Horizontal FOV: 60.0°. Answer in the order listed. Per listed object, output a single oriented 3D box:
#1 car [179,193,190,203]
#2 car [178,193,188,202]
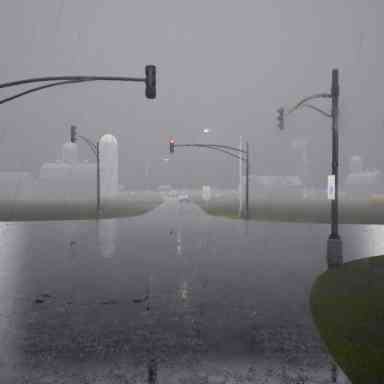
[{"bbox_3d":[-1.523,1.557,69.974,1.812,1.442,4.674,0,0,-3],"label":"car"},{"bbox_3d":[-2.109,1.193,80.009,2.150,2.045,5.566,0,0,-4],"label":"car"}]
